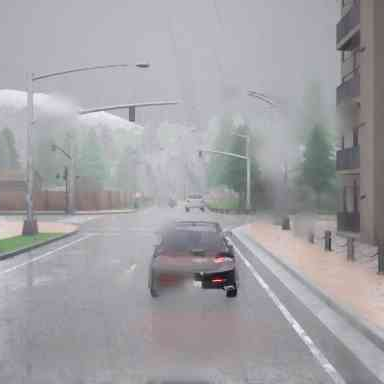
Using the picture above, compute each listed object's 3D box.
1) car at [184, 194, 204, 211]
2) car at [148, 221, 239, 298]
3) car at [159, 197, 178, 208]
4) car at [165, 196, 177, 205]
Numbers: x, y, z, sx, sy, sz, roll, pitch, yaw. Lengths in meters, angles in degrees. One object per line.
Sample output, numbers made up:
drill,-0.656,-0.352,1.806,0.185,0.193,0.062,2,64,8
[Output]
car,0.255,1.221,40.880,2.150,2.045,5.566,0,0,-3
car,0.052,1.492,8.534,2.128,1.511,4.902,0,0,0
car,-3.609,1.491,47.846,2.128,1.511,4.902,0,0,0
car,-3.601,1.526,57.948,1.812,1.442,4.674,0,0,0
